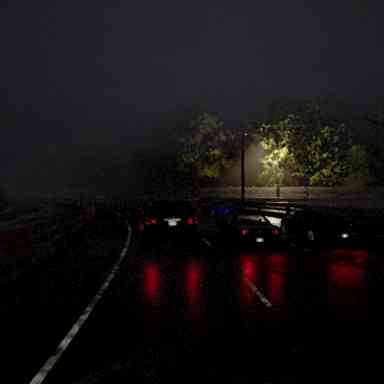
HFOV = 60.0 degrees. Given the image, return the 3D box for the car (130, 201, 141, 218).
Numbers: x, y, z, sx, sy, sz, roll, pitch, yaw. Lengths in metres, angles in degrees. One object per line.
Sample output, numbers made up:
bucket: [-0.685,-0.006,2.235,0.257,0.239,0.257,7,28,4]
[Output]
car: [-4.332,1.515,29.736,1.837,1.490,4.892,0,0,-16]

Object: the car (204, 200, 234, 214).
car: [2.384,1.483,31.711,1.882,1.535,5.008,0,0,-16]

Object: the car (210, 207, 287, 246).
car: [2.372,1.615,15.377,1.895,1.301,4.718,0,0,-8]

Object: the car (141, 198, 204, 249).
car: [-1.093,1.256,14.878,2.150,2.045,5.566,0,0,-8]

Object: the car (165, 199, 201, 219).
car: [-0.974,1.493,30.724,2.128,1.511,4.902,0,0,-16]

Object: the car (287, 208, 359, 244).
car: [5.840,1.515,15.846,1.837,1.490,4.892,0,0,-8]
